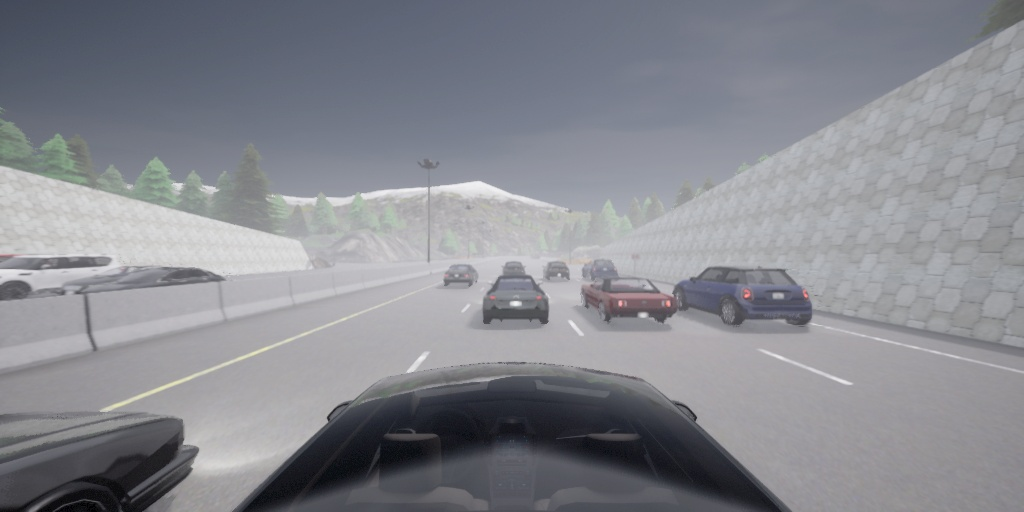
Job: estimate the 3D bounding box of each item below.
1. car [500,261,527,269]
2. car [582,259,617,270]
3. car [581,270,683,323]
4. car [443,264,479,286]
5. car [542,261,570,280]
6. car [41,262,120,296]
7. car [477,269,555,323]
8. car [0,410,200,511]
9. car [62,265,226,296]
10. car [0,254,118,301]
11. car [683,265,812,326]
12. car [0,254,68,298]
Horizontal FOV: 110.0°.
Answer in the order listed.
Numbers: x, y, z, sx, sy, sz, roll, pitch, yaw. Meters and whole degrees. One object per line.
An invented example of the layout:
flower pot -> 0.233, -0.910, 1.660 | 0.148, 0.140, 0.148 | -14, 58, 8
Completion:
car -> 0.131, 1.188, 29.874 | 1.837, 1.490, 4.892 | 0, 0, 0
car -> 7.131, 1.040, 29.574 | 2.097, 1.767, 4.553 | 0, 0, 0
car -> 3.609, 1.328, 12.063 | 1.895, 1.301, 4.718 | 0, 0, 0
car -> -3.376, 1.241, 24.370 | 2.033, 1.411, 5.357 | 0, 0, 0
car -> 3.630, 1.190, 29.883 | 1.837, 1.490, 4.892 | 0, 0, 0
car -> -17.562, 1.195, 16.722 | 2.128, 1.511, 4.902 | 0, 0, 0
car -> 0.109, 1.289, 11.973 | 1.994, 1.385, 4.181 | 0, 0, 0
car -> -3.404, 1.299, 0.321 | 2.033, 1.411, 5.357 | 0, 0, 0
car -> -14.073, 1.216, 14.474 | 1.837, 1.490, 4.892 | 0, 0, 0
car -> -21.065, 0.923, 16.188 | 2.150, 2.045, 5.566 | 0, 0, 0
car -> 7.109, 1.082, 11.695 | 2.097, 1.767, 4.553 | 0, 0, 0
car -> -24.566, 0.921, 16.187 | 2.150, 2.045, 5.566 | 0, 0, 0
